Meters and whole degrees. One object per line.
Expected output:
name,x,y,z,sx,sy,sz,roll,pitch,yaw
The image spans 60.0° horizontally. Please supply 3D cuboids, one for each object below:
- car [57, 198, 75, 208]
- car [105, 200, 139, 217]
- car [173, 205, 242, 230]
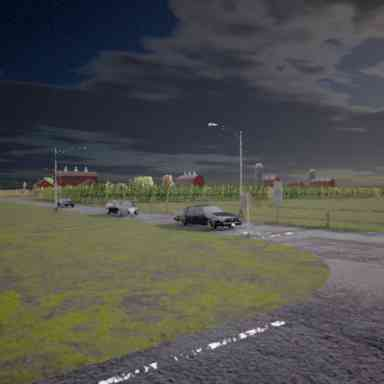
car,-19.093,1.637,49.825,2.033,1.411,5.357,-1,0,-35
car,-6.920,1.542,32.529,2.128,1.511,4.902,-1,1,-36
car,0.847,1.582,22.008,2.033,1.411,5.357,-1,0,-38
